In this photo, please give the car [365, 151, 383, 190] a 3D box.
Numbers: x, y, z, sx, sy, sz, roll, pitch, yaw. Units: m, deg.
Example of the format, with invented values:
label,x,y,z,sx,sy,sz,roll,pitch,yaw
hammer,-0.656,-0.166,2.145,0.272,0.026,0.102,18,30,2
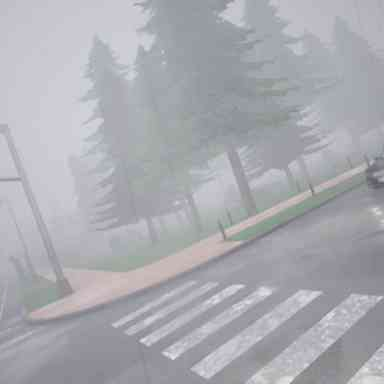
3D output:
label,x,y,z,sx,sy,sz,roll,pitch,yaw
car,8.460,-1.419,12.747,4.902,1.511,2.128,-20,-1,-31
